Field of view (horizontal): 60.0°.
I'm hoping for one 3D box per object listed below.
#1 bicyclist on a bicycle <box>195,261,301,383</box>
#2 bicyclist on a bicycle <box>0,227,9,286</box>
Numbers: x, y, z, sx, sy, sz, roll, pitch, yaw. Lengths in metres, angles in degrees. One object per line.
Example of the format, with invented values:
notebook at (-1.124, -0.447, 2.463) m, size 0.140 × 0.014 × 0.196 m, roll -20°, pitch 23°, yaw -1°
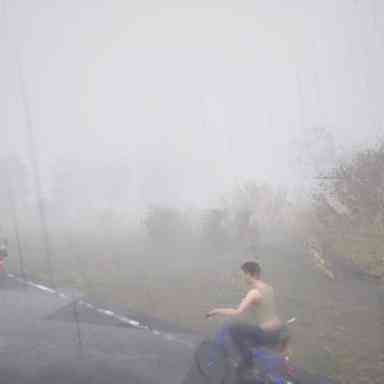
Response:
bicyclist on a bicycle at (0.605, 1.596, 3.857) m, size 1.509 × 1.612 × 0.866 m, roll -1°, pitch -3°, yaw 42°
bicyclist on a bicycle at (-5.500, 1.729, 9.276) m, size 1.509 × 1.612 × 0.866 m, roll -1°, pitch -3°, yaw 41°
